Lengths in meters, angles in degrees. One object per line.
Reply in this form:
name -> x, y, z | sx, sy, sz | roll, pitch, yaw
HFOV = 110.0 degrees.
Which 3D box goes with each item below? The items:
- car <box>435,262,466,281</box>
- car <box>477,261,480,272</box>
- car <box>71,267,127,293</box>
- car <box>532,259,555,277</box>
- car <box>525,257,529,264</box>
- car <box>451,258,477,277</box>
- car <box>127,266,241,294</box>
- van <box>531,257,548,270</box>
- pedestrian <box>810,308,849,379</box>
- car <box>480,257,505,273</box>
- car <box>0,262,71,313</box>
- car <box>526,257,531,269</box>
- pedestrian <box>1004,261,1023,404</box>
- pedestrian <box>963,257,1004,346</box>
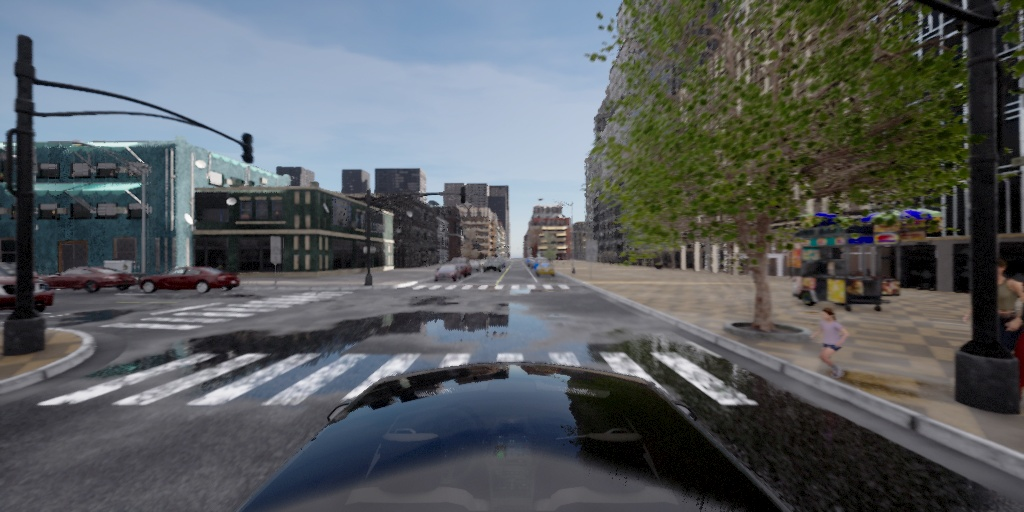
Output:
car -> -5.225, 1.366, 29.821 | 1.802, 1.307, 4.207 | 0, 0, 1
car -> -4.966, 1.336, 46.473 | 2.007, 1.370, 4.403 | 0, 0, 1
car -> -22.528, 1.223, 19.003 | 4.207, 1.307, 1.802 | 0, 0, 0
car -> 3.243, 1.261, 35.413 | 1.751, 1.417, 4.829 | 0, 0, 1
car -> 3.673, 1.304, 62.995 | 1.948, 1.339, 4.313 | 0, 0, 1
car -> -5.139, 1.099, 35.372 | 2.192, 1.841, 5.009 | 0, 0, 1
car -> -16.983, 1.222, 18.994 | 4.507, 1.381, 1.888 | 0, 0, 0
van -> 3.327, 1.077, 40.794 | 1.690, 1.789, 3.998 | 0, 0, 1
pedestrian -> 4.788, 1.244, 5.356 | 0.500, 1.100, 0.500 | 0, 0, 1
car -> -2.378, 1.122, 44.327 | 2.097, 1.767, 4.553 | 0, 0, 1
car -> -16.996, 0.950, 10.614 | 5.009, 1.841, 2.192 | 0, 0, 0
car -> 3.500, 1.287, 51.895 | 2.007, 1.370, 4.403 | 0, 0, 1
pedestrian -> 6.158, 0.856, 4.138 | 0.375, 1.860, 0.375 | 0, 0, 1
pedestrian -> 6.417, 0.853, 4.733 | 0.375, 1.860, 0.375 | 0, 0, 1
